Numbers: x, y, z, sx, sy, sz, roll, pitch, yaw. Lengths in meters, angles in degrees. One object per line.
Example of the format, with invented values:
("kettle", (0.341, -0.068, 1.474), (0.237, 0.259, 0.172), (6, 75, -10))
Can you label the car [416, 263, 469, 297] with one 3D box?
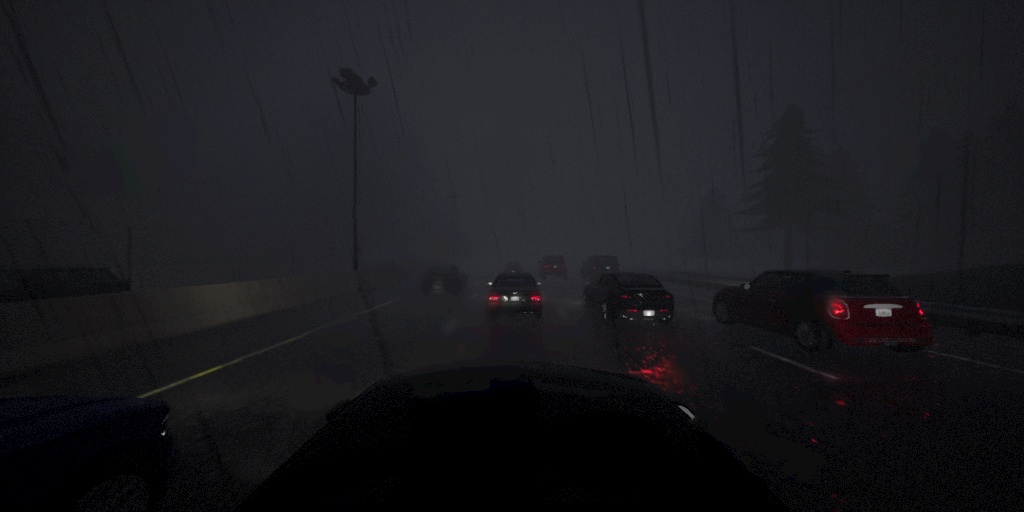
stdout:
("car", (-3.397, 1.239, 18.859), (2.128, 1.511, 4.902), (0, 0, 0))

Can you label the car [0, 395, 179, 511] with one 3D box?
("car", (-3.401, 1.228, 0.565), (1.882, 1.535, 5.008), (0, 0, 0))

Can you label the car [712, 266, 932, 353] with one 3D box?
("car", (7.102, 1.100, 8.985), (2.097, 1.767, 4.553), (0, 0, 0))

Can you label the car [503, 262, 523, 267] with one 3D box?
("car", (0.098, 1.270, 36.066), (1.812, 1.442, 4.674), (0, 0, 0))

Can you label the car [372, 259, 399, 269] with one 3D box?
("car", (-17.562, 1.234, 51.078), (2.128, 1.511, 4.902), (0, 0, 0))

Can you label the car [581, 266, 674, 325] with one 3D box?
("car", (3.602, 1.253, 11.847), (1.837, 1.490, 4.892), (0, 0, 0))

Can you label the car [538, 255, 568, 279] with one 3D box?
("car", (3.607, 0.966, 32.071), (2.150, 2.045, 5.566), (0, 0, 0))

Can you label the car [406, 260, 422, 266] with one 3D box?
("car", (-14.059, 1.306, 51.985), (1.994, 1.385, 4.181), (0, 0, 0))

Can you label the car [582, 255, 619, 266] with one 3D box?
("car", (7.107, 0.966, 29.247), (2.150, 2.045, 5.566), (0, 0, 0))

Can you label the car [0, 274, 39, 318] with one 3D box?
("car", (-17.597, 1.313, 10.493), (1.994, 1.385, 4.181), (0, 0, 0))

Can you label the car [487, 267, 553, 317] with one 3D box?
("car", (0.103, 1.295, 13.015), (2.033, 1.411, 5.357), (0, 0, 0))

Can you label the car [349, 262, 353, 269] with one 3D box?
("car", (-24.521, 1.267, 57.902), (1.812, 1.442, 4.674), (0, 0, 1))

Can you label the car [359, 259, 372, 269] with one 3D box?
("car", (-21.045, 1.305, 54.287), (1.994, 1.385, 4.181), (0, 0, 0))

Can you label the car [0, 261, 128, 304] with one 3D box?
("car", (-14.098, 1.101, 10.378), (2.097, 1.767, 4.553), (0, 0, 0))
